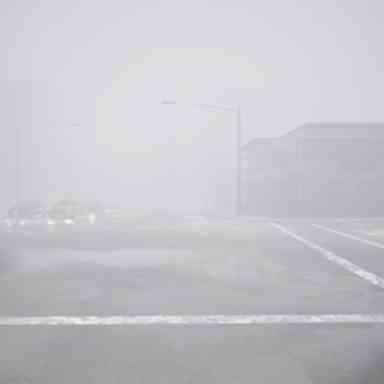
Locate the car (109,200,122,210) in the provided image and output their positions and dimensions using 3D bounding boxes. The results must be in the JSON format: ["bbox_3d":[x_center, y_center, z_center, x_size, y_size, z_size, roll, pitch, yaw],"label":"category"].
[{"bbox_3d":[-12.320,2.067,52.844,1.812,1.442,4.674,0,-1,-2],"label":"car"}]

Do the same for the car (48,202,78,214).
[{"bbox_3d":[-15.345,1.858,39.824,1.895,1.301,4.718,0,-1,-2],"label":"car"}]

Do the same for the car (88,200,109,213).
[{"bbox_3d":[-11.840,1.744,39.728,2.128,1.511,4.902,0,-1,-2],"label":"car"}]

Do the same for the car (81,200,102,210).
[{"bbox_3d":[-15.831,2.020,52.737,1.882,1.535,5.008,0,-1,-2],"label":"car"}]

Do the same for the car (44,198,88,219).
[{"bbox_3d":[-11.483,1.463,30.681,2.097,1.767,4.553,0,-1,-2],"label":"car"}]

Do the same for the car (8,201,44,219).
[{"bbox_3d":[-14.983,1.602,30.560,2.128,1.511,4.902,0,-1,-2],"label":"car"}]
